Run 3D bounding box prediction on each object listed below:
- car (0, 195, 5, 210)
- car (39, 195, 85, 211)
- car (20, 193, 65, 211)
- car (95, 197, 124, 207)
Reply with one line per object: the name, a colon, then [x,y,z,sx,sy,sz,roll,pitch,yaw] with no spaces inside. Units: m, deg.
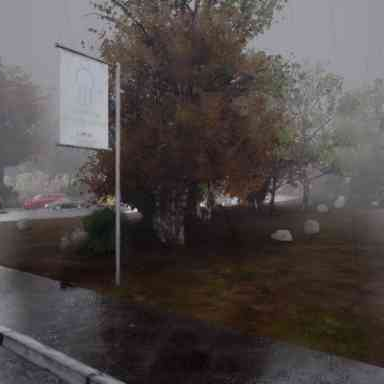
car: [-21.604,1.221,32.786,2.150,2.045,5.566,0,0,39]
car: [-15.421,1.480,40.535,2.128,1.511,4.902,0,0,38]
car: [-18.608,1.211,42.143,2.150,2.045,5.566,0,0,38]
car: [-12.309,1.434,50.188,1.882,1.535,5.008,0,0,38]
